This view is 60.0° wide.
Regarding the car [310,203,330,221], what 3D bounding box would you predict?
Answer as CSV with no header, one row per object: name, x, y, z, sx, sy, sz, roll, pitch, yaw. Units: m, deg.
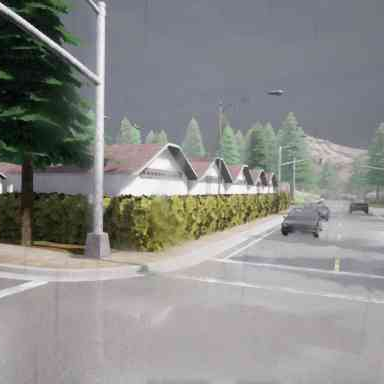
car,10.485,1.644,27.951,1.994,1.385,4.181,1,0,25

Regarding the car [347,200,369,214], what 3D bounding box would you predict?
car,19.148,1.658,38.308,1.837,1.490,4.892,1,0,23

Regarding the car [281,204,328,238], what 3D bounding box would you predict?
car,6.376,1.620,18.925,2.033,1.411,5.357,1,0,24
